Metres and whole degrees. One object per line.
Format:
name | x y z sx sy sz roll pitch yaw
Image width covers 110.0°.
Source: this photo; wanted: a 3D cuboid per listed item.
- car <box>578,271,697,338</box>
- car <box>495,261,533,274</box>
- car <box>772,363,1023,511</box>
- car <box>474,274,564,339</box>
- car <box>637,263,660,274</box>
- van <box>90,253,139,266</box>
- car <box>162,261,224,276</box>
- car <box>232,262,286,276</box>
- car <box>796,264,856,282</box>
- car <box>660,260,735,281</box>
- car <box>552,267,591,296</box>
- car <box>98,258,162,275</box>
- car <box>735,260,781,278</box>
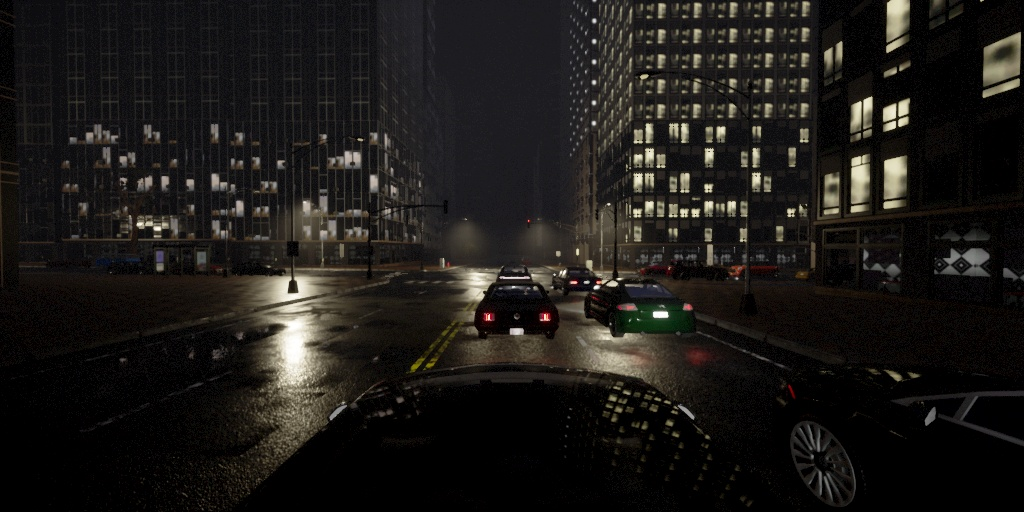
car | 3.369 1.310 10.205 1.994 1.385 4.181 0 0 -1
car | 0.123 1.231 19.235 2.128 1.511 4.902 0 0 0
car | 3.340 1.242 1.375 2.128 1.511 4.902 0 0 0
car | 0.110 1.347 9.979 1.895 1.301 4.718 0 0 0
car | 15.211 1.413 37.368 4.181 1.385 1.994 1 1 1
van | -45.232 0.602 41.154 3.998 1.789 1.690 0 0 1
car | -28.373 1.136 32.295 4.207 1.307 1.802 0 0 1
car | -22.689 1.172 32.153 4.313 1.339 1.948 0 0 1
car | 27.683 1.576 31.354 4.829 1.417 1.751 0 0 1
car | 16.235 1.266 31.568 5.009 1.841 2.192 0 0 1
car | 3.409 1.287 19.435 2.033 1.411 5.357 0 0 -3
car | -34.054 1.067 32.477 4.313 1.339 1.948 0 0 1
car | 25.039 1.287 37.177 4.553 1.767 2.097 1 1 1
